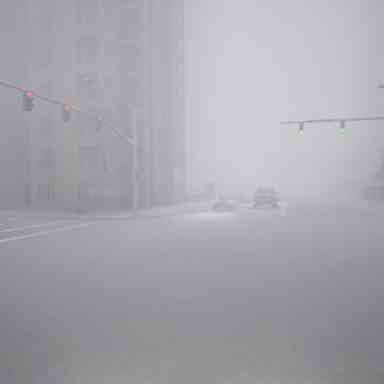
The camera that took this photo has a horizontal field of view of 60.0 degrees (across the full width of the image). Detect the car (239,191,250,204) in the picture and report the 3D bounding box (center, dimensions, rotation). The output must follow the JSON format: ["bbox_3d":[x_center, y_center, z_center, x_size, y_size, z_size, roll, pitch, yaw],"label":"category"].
[{"bbox_3d":[6.518,0.677,42.992,1.837,1.490,4.892,0,1,17],"label":"car"}]

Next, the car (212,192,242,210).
[{"bbox_3d":[3.262,0.996,31.964,1.895,1.301,4.718,0,1,17],"label":"car"}]

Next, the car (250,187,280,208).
[{"bbox_3d":[7.633,0.537,34.359,2.150,2.045,5.566,0,1,17],"label":"car"}]

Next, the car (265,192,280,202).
[{"bbox_3d":[11.546,0.646,47.573,1.895,1.301,4.718,0,1,17],"label":"car"}]
